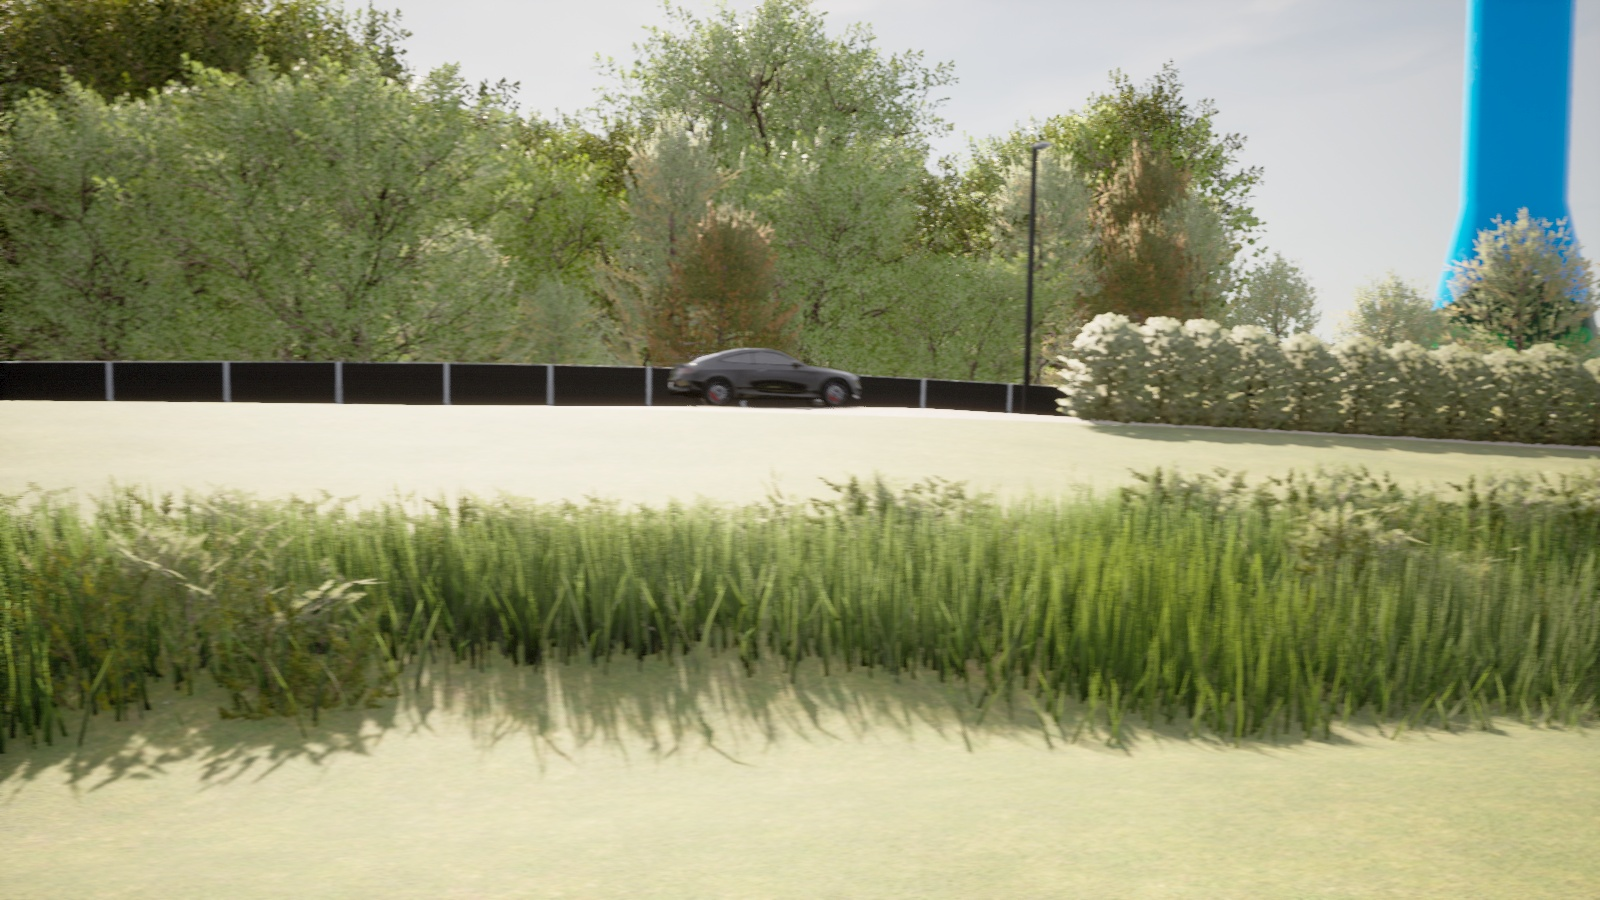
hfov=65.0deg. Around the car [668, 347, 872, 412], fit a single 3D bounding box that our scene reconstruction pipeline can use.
[{"bbox_3d":[-0.750,-1.712,30.570,4.674,1.442,1.812,-1,1,-13],"label":"car"}]
